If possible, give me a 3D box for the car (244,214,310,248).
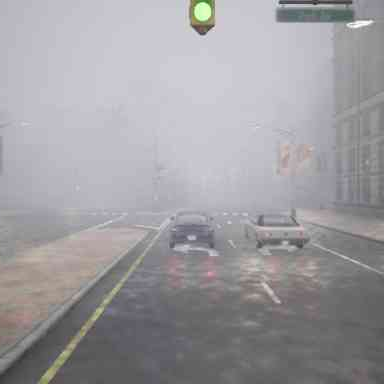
[{"bbox_3d":[3.500,1.615,14.680,1.895,1.301,4.718,0,0,0],"label":"car"}]

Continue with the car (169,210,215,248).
[{"bbox_3d":[0.000,1.532,14.650,1.812,1.442,4.674,0,0,0],"label":"car"}]
